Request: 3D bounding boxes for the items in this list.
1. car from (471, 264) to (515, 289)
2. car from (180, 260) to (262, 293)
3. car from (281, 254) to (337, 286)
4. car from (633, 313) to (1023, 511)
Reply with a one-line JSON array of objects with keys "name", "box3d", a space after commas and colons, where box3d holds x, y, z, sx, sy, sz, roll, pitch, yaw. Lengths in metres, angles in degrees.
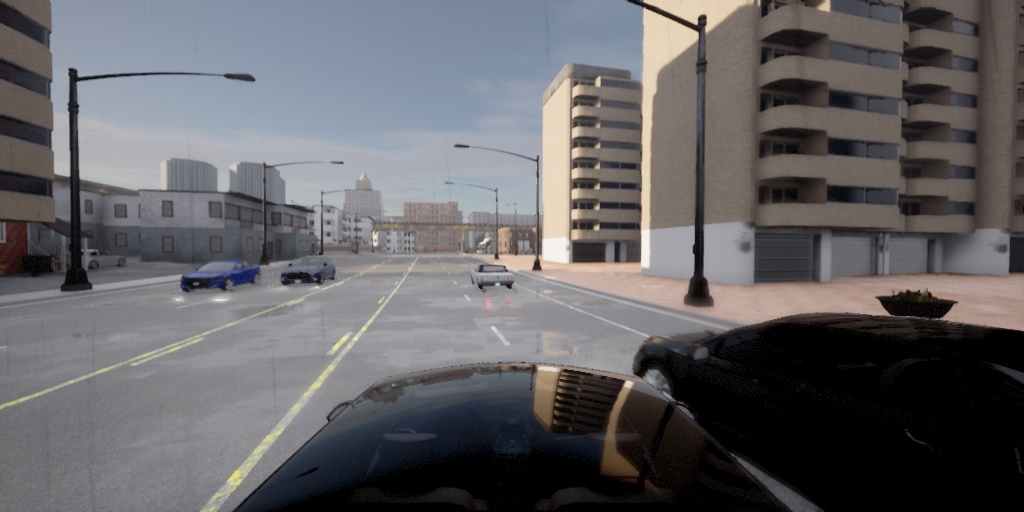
[{"name": "car", "box3d": [-1.274, 1.139, 21.046, 1.895, 1.301, 4.718, 0, 1, -13]}, {"name": "car", "box3d": [-15.459, 0.985, 19.342, 1.882, 1.535, 5.008, 0, 1, -13]}, {"name": "car", "box3d": [-12.587, 0.797, 22.433, 2.097, 1.767, 4.553, 0, 2, -13]}, {"name": "car", "box3d": [2.948, 1.251, 3.056, 1.837, 1.490, 4.892, 0, 0, -13]}]
